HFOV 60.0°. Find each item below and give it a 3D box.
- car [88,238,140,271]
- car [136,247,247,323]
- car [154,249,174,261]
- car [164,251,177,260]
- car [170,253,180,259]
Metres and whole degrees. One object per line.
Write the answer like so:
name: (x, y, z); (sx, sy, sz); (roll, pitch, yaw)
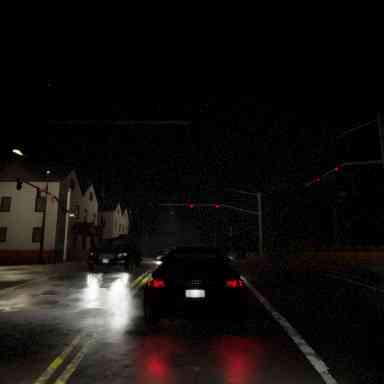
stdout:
car: (-3.603, 3.006, 16.323); (2.128, 1.511, 4.902); (0, -9, 0)
car: (0.068, 1.982, 7.851); (1.994, 1.385, 4.181); (0, -7, 0)
car: (-3.624, 8.293, 43.563); (2.128, 1.511, 4.902); (0, -11, 0)
car: (-3.617, 10.944, 57.256); (1.837, 1.490, 4.892); (0, -10, 0)
car: (-3.540, 13.711, 71.347); (1.994, 1.385, 4.181); (0, -11, 0)
